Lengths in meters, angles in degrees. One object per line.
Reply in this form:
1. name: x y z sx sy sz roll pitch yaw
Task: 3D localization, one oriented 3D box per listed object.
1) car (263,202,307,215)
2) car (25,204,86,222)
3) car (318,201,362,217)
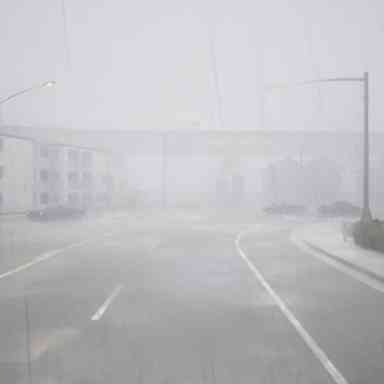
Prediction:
1. car: 9.666 1.675 34.325 4.718 1.301 1.895 0 0 -31
2. car: -10.806 1.640 26.664 1.895 1.301 4.718 0 0 25
3. car: 14.569 1.602 32.639 4.674 1.442 1.812 0 0 -22
